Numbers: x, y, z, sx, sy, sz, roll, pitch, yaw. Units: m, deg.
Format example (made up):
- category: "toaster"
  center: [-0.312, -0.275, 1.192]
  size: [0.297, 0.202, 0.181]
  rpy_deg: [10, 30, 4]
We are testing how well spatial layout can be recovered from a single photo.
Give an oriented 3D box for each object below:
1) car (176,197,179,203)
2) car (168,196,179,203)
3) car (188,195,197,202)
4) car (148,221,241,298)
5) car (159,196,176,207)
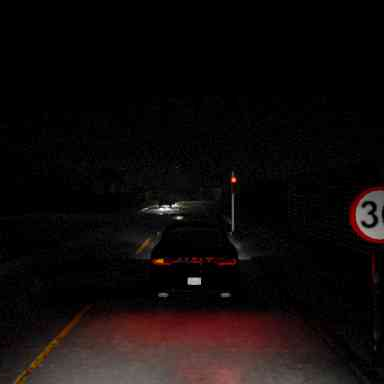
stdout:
- category: "car"
  center: [-3.956, 1.492, 60.353]
  size: [2.128, 1.511, 4.902]
  rpy_deg: [0, 0, 0]
- category: "car"
  center: [-3.864, 1.595, 70.404]
  size: [1.895, 1.301, 4.718]
  rpy_deg: [0, 0, 0]
- category: "car"
  center: [0.138, 1.339, 71.329]
  size: [1.812, 1.442, 4.674]
  rpy_deg: [0, 0, 0]
- category: "car"
  center: [0.068, 1.478, 8.554]
  size: [1.882, 1.535, 5.008]
  rpy_deg: [0, 0, 1]
- category: "car"
  center: [-3.997, 1.491, 50.872]
  size: [2.128, 1.511, 4.902]
  rpy_deg: [0, 0, 0]
